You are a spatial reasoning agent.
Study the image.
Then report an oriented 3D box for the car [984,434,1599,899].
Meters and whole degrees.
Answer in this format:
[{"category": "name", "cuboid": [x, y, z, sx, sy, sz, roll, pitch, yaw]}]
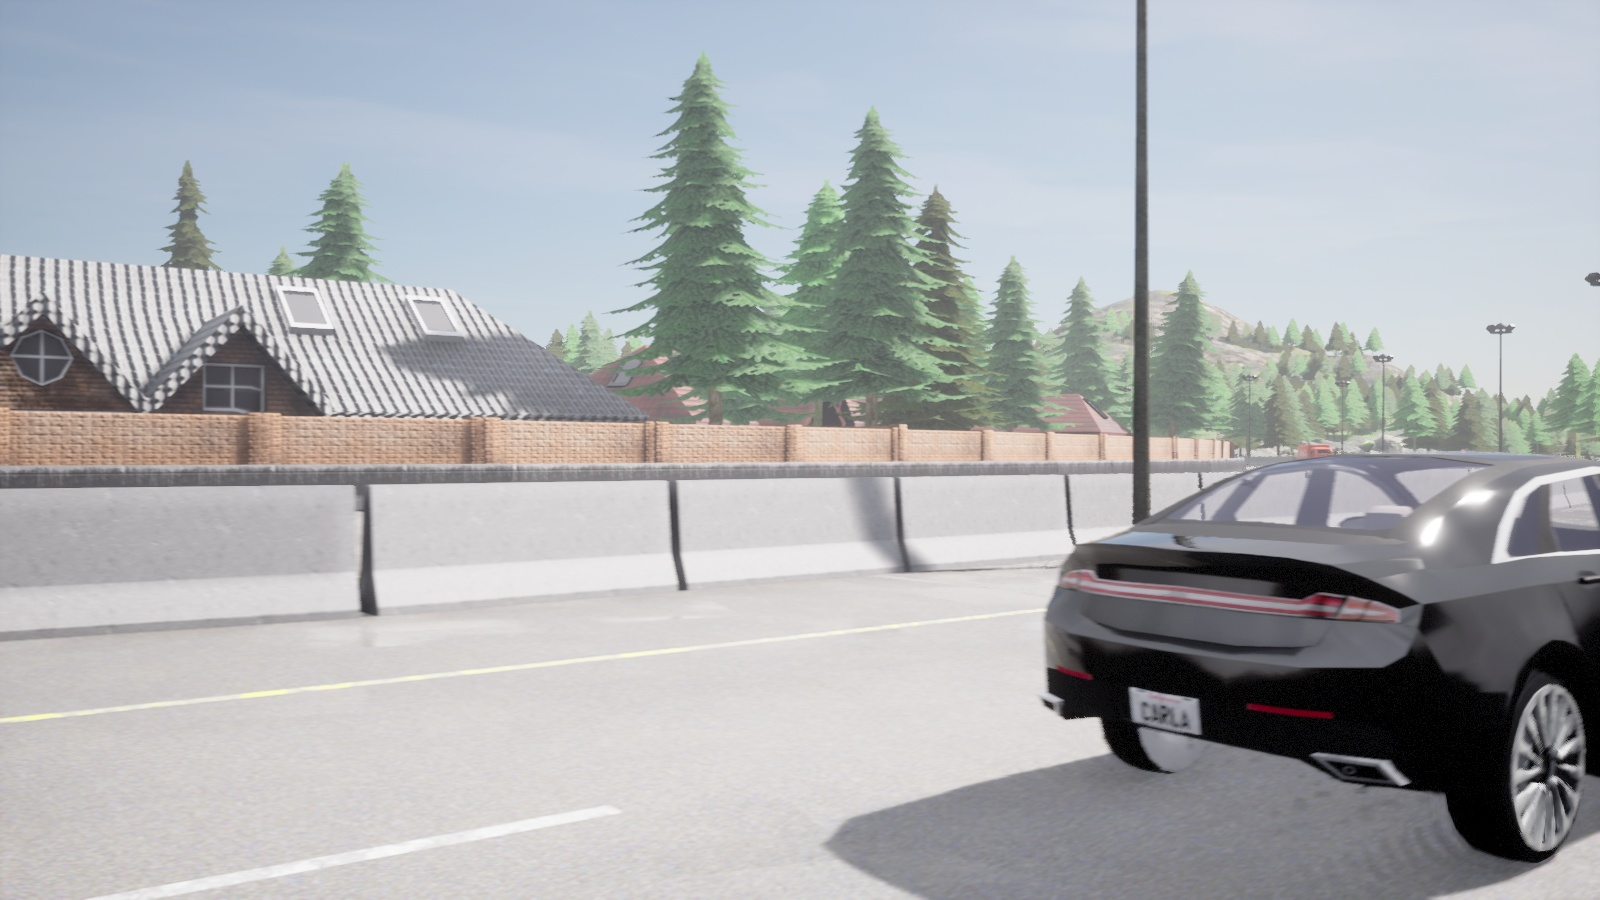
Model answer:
[{"category": "car", "cuboid": [3.410, 0.709, 6.208, 4.902, 1.511, 2.128, 0, 0, -37]}]
